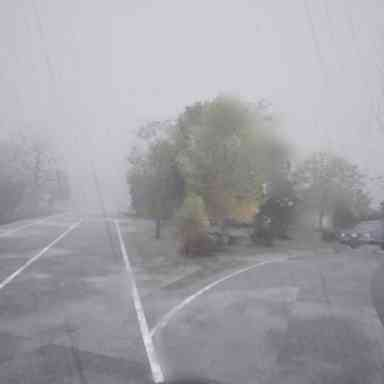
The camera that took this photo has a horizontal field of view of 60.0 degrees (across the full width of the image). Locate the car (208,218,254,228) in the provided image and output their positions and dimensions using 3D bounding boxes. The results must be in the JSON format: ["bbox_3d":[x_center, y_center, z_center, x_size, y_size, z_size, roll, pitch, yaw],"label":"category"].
[{"bbox_3d":[2.800,1.996,28.886,5.566,2.045,2.150,1,-6,28],"label":"car"}]

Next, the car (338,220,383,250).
[{"bbox_3d":[9.728,2.137,16.832,5.357,1.411,2.033,2,-7,-31],"label":"car"}]
